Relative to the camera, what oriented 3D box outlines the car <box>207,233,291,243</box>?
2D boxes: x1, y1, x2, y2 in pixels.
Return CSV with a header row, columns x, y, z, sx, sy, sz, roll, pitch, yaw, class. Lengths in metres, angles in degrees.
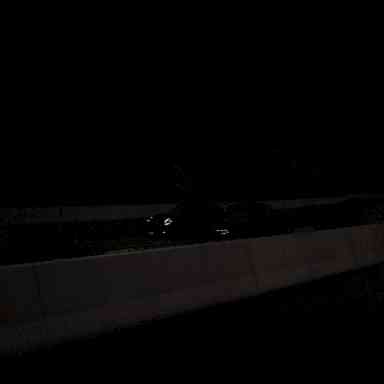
x,y,z,sx,sy,sz,roll,pitch,yaw,class
2.423,1.496,14.813,5.008,1.535,1.882,0,0,-39,car
